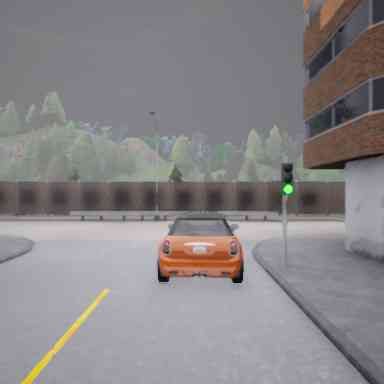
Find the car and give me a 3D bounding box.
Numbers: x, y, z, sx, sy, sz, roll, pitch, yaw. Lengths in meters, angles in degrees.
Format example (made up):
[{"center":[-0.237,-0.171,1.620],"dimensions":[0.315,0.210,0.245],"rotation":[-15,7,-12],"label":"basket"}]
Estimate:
[{"center":[0.316,1.354,9.805],"dimensions":[2.097,1.767,4.553],"rotation":[0,0,4],"label":"car"}]
